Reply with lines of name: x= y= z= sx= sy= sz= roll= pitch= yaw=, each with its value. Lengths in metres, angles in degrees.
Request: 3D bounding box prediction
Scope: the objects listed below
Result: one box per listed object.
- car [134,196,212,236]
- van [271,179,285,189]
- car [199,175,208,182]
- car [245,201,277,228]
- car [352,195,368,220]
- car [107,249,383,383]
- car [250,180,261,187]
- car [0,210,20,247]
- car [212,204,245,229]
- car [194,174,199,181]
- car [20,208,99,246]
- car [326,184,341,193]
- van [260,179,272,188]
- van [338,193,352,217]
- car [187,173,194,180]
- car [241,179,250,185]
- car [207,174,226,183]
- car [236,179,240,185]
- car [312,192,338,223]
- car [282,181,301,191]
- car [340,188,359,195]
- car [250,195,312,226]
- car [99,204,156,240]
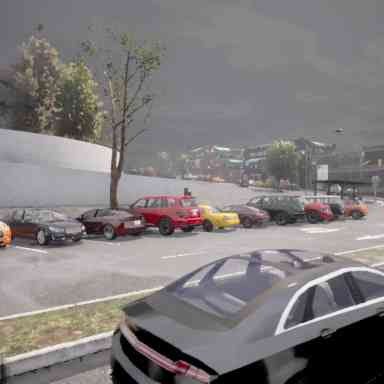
car: x=-2.059 y=1.249 z=18.770 sx=5.566 sy=2.045 sz=2.435 roll=-1 pitch=-1 yaw=35
van: x=18.974 y=-1.489 z=69.825 sx=1.878 sy=1.987 sz=4.442 roll=7 pitch=4 yaw=35
car: x=5.137 y=-3.697 z=89.577 sx=2.435 sy=2.045 sz=5.566 roll=7 pitch=3 yaw=34
car: x=2.867 y=1.550 z=22.226 sx=4.674 sy=1.452 sz=2.002 roll=-1 pitch=-1 yaw=35
car: x=12.754 y=1.405 z=29.111 sx=4.553 sy=1.767 sz=2.185 roll=-1 pitch=-1 yaw=35
car: x=1.443 y=1.495 z=4.161 sx=4.902 sy=1.511 sz=2.128 roll=0 pitch=0 yaw=-36
car: x=15.670 y=-1.810 z=75.027 sx=1.946 sy=1.575 sz=5.366 roll=7 pitch=3 yaw=35
car: x=-9.389 y=1.367 z=13.551 sx=4.553 sy=1.767 sz=2.185 roll=-1 pitch=-1 yaw=34
car: x=0.261 y=1.504 z=20.598 sx=5.366 sy=1.575 sz=1.946 roll=-1 pitch=-1 yaw=35
car: x=3.342 y=-3.849 z=92.043 sx=2.185 sy=1.767 sz=4.553 roll=6 pitch=3 yaw=34
car: x=-6.923 y=1.495 z=15.277 sx=4.892 sy=1.521 sz=2.231 roll=-1 pitch=-1 yaw=35
car: x=25.947 y=-0.425 z=60.079 sx=2.435 sy=2.045 sz=5.566 roll=7 pitch=3 yaw=35
van: x=17.245 y=-1.762 z=72.296 sx=1.878 sy=1.987 sz=4.442 roll=7 pitch=4 yaw=35
van: x=10.345 y=1.298 z=27.360 sx=4.442 sy=1.987 sz=1.878 roll=-1 pitch=-1 yaw=35
car: x=1.612 y=-4.084 z=94.512 sx=2.185 sy=1.767 sz=4.553 roll=4 pitch=1 yaw=33
car: x=13.838 y=-2.042 z=77.347 sx=2.002 sy=1.452 sz=4.674 roll=7 pitch=4 yaw=35
car: x=6.988 y=-3.174 z=87.318 sx=1.946 sy=1.575 sz=5.366 roll=7 pitch=3 yaw=34
car: x=12.095 y=-2.316 z=79.809 sx=2.002 sy=1.452 sz=4.674 roll=7 pitch=3 yaw=35
car: x=7.807 y=1.268 z=25.690 sx=5.566 sy=2.045 sz=2.435 roll=-1 pitch=-1 yaw=35
car: x=20.735 y=-0.991 z=67.463 sx=2.231 sy=1.521 sz=4.892 roll=7 pitch=3 yaw=35
car: x=27.638 y=0.138 z=57.607 sx=2.002 sy=1.452 sz=4.674 roll=7 pitch=3 yaw=35
car: x=5.294 y=1.264 z=23.984 sx=5.566 sy=2.045 sz=2.435 roll=-1 pitch=-1 yaw=35
car: x=-4.503 y=1.525 z=17.024 sx=4.792 sy=1.488 sz=2.163 roll=-1 pitch=-1 yaw=35
